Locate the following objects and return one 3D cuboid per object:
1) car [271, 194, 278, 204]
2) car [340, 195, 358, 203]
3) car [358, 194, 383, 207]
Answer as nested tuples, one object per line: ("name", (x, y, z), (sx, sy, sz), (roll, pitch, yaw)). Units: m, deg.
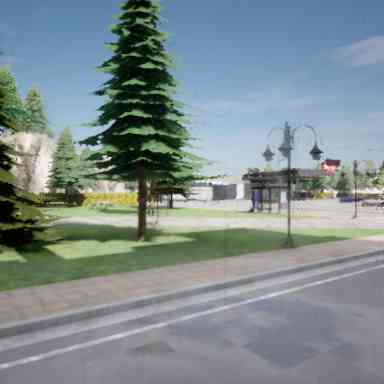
("car", (14.451, 1.428, 63.213), (2.007, 1.523, 4.514), (0, 0, -36))
("car", (31.074, 1.429, 65.711), (1.845, 1.501, 3.633), (0, 0, -36))
("car", (27.695, 1.476, 49.797), (1.970, 1.475, 3.806), (0, 0, -36))
